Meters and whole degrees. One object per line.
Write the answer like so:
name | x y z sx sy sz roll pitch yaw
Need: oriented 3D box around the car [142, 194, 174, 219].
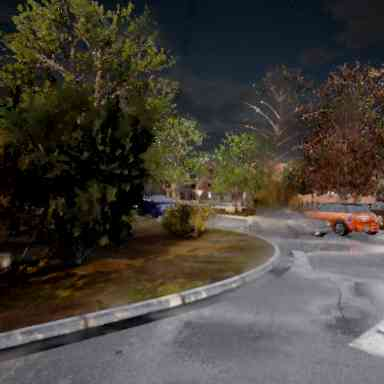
car | -3.050 1.206 29.769 2.150 2.045 5.566 1 0 -27

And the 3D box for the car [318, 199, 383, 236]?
car | 8.094 1.395 18.782 2.097 1.767 4.553 0 0 -15

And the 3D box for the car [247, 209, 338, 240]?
car | 4.924 1.605 17.383 1.895 1.301 4.718 1 0 -24
